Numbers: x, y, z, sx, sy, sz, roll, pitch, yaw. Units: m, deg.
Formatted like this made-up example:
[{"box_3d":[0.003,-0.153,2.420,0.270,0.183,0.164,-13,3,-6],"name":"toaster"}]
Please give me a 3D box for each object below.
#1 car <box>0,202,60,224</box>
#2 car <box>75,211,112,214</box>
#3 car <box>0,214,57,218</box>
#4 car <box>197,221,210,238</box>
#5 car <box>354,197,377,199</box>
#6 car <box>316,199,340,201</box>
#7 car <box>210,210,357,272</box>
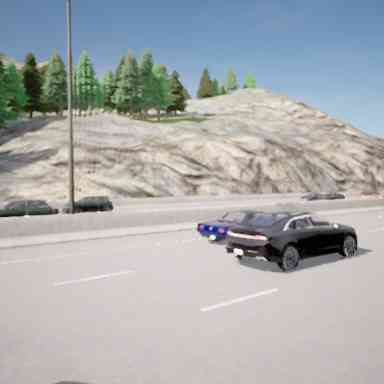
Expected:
[{"box_3d":[-12.680,1.531,25.035,4.718,1.301,1.895,-1,1,-35],"name":"car"},{"box_3d":[-9.772,1.179,31.397,4.553,1.767,2.097,-1,1,-35],"name":"car"},{"box_3d":[-11.384,1.297,21.661,4.553,1.767,2.097,-1,1,-35],"name":"car"},{"box_3d":[2.610,1.427,14.190,4.718,1.301,1.895,-1,1,-35],"name":"car"},{"box_3d":[21.583,0.657,40.796,4.553,1.767,2.097,-1,1,-35],"name":"car"},{"box_3d":[17.559,0.850,42.235,4.892,1.490,1.837,-1,1,-35],"name":"car"},{"box_3d":[3.218,1.348,10.328,4.902,1.511,2.128,-1,1,-35],"name":"car"}]
